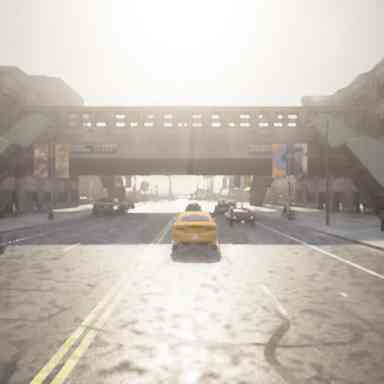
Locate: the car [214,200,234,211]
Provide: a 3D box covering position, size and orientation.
[{"bbox_3d":[3.688,1.994,40.925,1.994,1.385,4.181,0,-1,0],"label":"car"}]

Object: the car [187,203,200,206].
[{"bbox_3d":[0.163,1.911,36.880,1.812,1.442,4.674,0,-1,0],"label":"car"}]

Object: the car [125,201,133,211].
[{"bbox_3d":[-10.014,2.077,46.624,1.895,1.301,4.718,0,-1,0],"label":"car"}]

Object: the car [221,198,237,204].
[{"bbox_3d":[6.742,2.088,57.815,2.231,1.521,4.892,0,-1,10],"label":"car"}]

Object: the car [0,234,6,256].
[{"bbox_3d":[-7.059,1.635,8.609,2.033,1.411,5.357,0,-1,0],"label":"car"}]

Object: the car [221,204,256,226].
[{"bbox_3d":[3.641,1.874,25.949,1.895,1.301,4.718,0,-1,0],"label":"car"}]

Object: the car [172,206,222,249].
[{"bbox_3d":[0.125,1.640,15.455,1.882,1.535,5.008,0,-1,0],"label":"car"}]

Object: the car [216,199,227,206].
[{"bbox_3d":[6.676,2.266,75.015,2.097,1.535,5.008,0,-1,0],"label":"car"}]

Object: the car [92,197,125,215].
[{"bbox_3d":[-9.985,1.633,39.232,2.435,2.045,5.566,0,-1,0],"label":"car"}]
